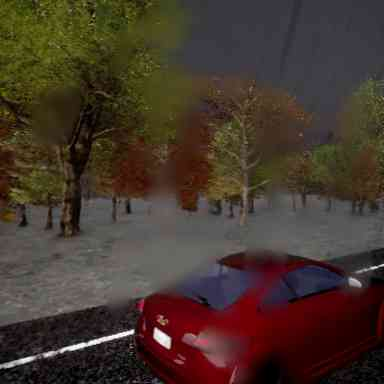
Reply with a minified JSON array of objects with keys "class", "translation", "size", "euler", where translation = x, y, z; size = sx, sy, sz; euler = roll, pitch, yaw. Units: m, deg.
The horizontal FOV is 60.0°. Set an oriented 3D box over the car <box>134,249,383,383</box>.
[{"class":"car","translation":[1.308,1.563,4.801],"size":[4.181,1.385,1.994],"euler":[0,0,-35]}]
